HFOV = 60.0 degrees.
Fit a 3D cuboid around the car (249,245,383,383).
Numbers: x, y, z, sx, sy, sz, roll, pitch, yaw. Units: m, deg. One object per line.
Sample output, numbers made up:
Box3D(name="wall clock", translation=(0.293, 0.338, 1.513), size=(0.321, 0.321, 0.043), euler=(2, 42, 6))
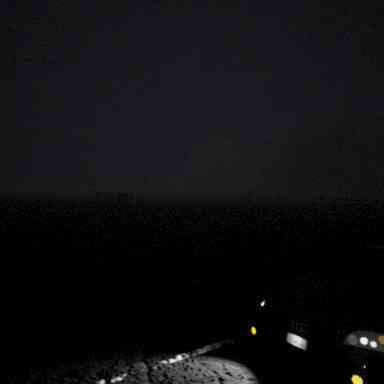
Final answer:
Box3D(name="car", translation=(2.862, 1.555, 5.019), size=(4.181, 1.385, 1.994), euler=(0, 0, -35))
